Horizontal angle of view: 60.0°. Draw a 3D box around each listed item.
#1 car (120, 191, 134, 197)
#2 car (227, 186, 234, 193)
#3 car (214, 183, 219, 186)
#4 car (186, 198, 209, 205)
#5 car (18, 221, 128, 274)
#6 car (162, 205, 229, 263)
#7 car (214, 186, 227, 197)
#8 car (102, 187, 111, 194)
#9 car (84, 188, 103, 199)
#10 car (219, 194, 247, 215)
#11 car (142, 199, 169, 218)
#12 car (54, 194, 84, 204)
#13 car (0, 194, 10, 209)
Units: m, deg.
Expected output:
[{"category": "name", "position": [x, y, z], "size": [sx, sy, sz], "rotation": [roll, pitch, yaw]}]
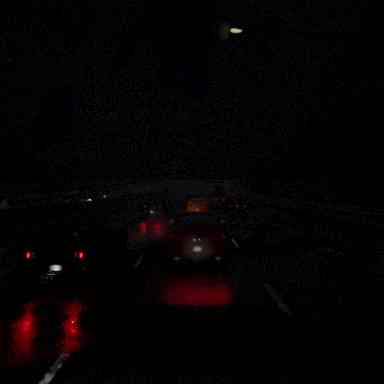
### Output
[{"category": "car", "position": [-12.284, 0.598, 63.281], "size": [1.994, 1.385, 4.181], "rotation": [0, 2, 3]}, {"category": "car", "position": [10.311, -0.527, 90.199], "size": [2.128, 1.511, 4.902], "rotation": [0, 2, 5]}, {"category": "car", "position": [6.592, -0.553, 84.877], "size": [2.150, 2.045, 5.566], "rotation": [0, 2, 4]}, {"category": "car", "position": [0.519, 1.298, 30.101], "size": [1.882, 1.535, 5.008], "rotation": [0, 1, 1]}, {"category": "car", "position": [-3.338, 1.573, 10.431], "size": [1.895, 1.301, 4.718], "rotation": [0, 0, 1]}, {"category": "car", "position": [0.179, 1.443, 11.827], "size": [1.882, 1.535, 5.008], "rotation": [0, 0, 1]}, {"category": "car", "position": [5.593, 0.166, 69.083], "size": [2.097, 1.767, 4.553], "rotation": [0, 2, 3]}, {"category": "car", "position": [-21.127, -0.450, 80.402], "size": [1.882, 1.535, 5.008], "rotation": [0, 2, 1]}, {"category": "car", "position": [-19.274, 0.542, 63.508], "size": [2.128, 1.511, 4.902], "rotation": [0, 2, 3]}, {"category": "car", "position": [3.924, 1.230, 30.986], "size": [2.033, 1.411, 5.357], "rotation": [0, 1, 1]}, {"category": "car", "position": [-3.030, 1.332, 28.190], "size": [2.128, 1.511, 4.902], "rotation": [0, 1, 1]}, {"category": "car", "position": [-16.666, 1.171, 44.808], "size": [1.895, 1.301, 4.718], "rotation": [0, 1, 3]}, {"category": "car", "position": [-13.889, 1.119, 21.094], "size": [2.150, 2.045, 5.566], "rotation": [0, 0, 1]}]
